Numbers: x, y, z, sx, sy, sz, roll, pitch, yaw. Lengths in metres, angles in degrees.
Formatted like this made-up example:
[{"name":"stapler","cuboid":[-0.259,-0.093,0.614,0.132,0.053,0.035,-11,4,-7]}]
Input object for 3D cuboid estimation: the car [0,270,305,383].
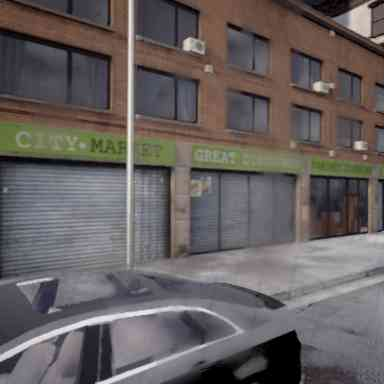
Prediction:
[{"name":"car","cuboid":[-1.189,1.495,2.521,4.902,1.511,2.128,1,0,-36]}]
